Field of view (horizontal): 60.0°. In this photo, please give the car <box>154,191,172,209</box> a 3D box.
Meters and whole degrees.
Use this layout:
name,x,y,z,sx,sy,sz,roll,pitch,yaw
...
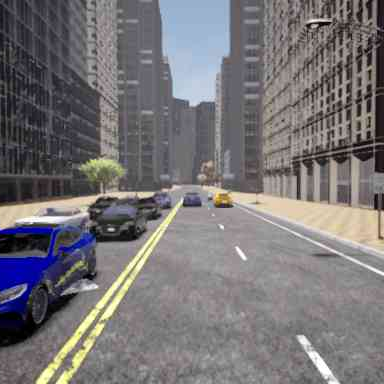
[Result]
name,x,y,z,sx,sy,sz,roll,pitch,yaw
car,-3.213,0.752,34.530,2.097,1.767,4.553,0,1,0

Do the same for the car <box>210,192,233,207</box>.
name,x,y,z,sx,sy,sz,roll,pitch,yaw
car,3.393,0.797,37.196,1.882,1.535,5.008,0,1,0

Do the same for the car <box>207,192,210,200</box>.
name,x,y,z,sx,sy,sz,roll,pitch,yaw
car,3.404,0.631,52.486,1.895,1.301,4.718,0,1,0

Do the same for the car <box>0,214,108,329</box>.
name,x,y,z,sx,sy,sz,roll,pitch,yaw
car,-3.337,1.438,6.914,1.812,1.442,4.674,0,1,0

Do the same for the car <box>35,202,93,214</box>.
name,x,y,z,sx,sy,sz,roll,pitch,yaw
car,-6.566,1.359,16.074,1.895,1.301,4.718,0,1,0

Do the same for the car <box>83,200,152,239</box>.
name,x,y,z,sx,sy,sz,roll,pitch,yaw
car,-3.311,1.315,15.658,1.994,1.385,4.181,0,1,1

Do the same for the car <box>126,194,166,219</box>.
name,x,y,z,sx,sy,sz,roll,pitch,yaw
car,-3.246,1.117,24.246,1.812,1.442,4.674,0,1,1

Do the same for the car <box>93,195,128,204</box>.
name,x,y,z,sx,sy,sz,roll,pitch,yaw
car,-6.483,1.090,25.391,1.837,1.490,4.892,0,1,0

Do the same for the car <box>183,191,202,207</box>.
name,x,y,z,sx,sy,sz,roll,pitch,yaw
car,0.042,0.672,37.981,2.097,1.767,4.553,0,1,0

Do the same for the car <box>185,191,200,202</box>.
name,x,y,z,sx,sy,sz,roll,pitch,yaw
car,0.061,0.609,48.710,2.128,1.511,4.902,0,1,0
